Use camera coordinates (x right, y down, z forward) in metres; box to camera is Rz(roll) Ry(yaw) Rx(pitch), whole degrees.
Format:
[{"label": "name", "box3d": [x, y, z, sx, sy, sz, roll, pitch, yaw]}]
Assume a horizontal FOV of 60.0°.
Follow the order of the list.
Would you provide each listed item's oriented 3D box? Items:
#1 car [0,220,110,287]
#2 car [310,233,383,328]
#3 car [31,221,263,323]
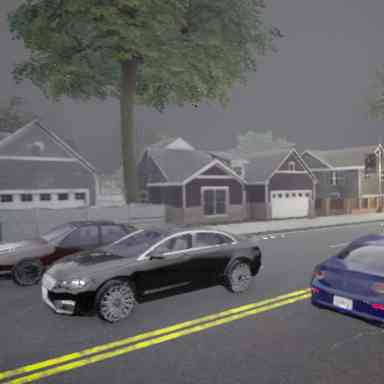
[{"label": "car", "box3d": [-3.016, 1.546, 9.519, 5.357, 1.411, 2.033, 0, 0, -36]}, {"label": "car", "box3d": [4.178, 1.520, 6.419, 4.674, 1.442, 1.812, 0, 0, -36]}, {"label": "car", "box3d": [-0.586, 1.490, 7.259, 4.902, 1.511, 2.128, 0, 0, -36]}]
